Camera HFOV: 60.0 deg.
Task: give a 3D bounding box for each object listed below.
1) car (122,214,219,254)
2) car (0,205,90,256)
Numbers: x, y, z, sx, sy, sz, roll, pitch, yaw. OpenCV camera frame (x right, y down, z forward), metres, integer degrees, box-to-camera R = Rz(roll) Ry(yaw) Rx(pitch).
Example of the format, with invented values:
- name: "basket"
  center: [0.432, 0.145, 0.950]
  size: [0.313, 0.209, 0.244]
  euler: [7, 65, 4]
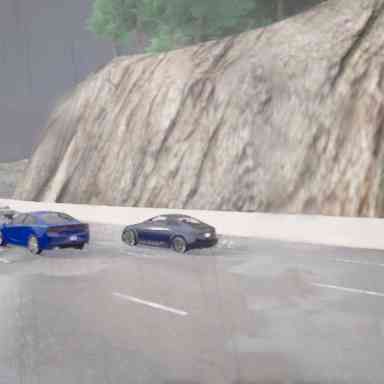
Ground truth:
- name: "car"
  center: [-0.981, 1.583, 13.713]
  size: [4.181, 1.385, 1.994]
  euler: [0, 0, 38]
- name: "car"
  center: [-6.117, 1.489, 13.413]
  size: [5.008, 1.535, 1.882]
  euler: [0, 0, 40]
